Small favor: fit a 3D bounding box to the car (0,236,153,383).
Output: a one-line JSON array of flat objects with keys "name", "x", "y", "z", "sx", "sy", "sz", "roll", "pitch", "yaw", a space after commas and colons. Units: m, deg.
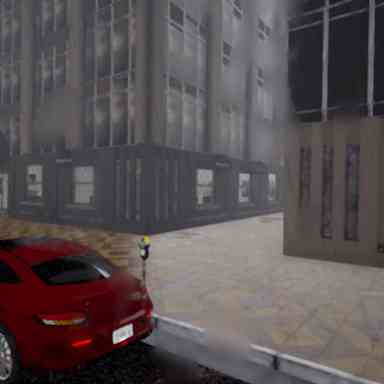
[{"name": "car", "x": -2.665, "y": 1.440, "z": 5.212, "sx": 4.674, "sy": 1.442, "sz": 1.812, "roll": 1, "pitch": 1, "yaw": 36}]
